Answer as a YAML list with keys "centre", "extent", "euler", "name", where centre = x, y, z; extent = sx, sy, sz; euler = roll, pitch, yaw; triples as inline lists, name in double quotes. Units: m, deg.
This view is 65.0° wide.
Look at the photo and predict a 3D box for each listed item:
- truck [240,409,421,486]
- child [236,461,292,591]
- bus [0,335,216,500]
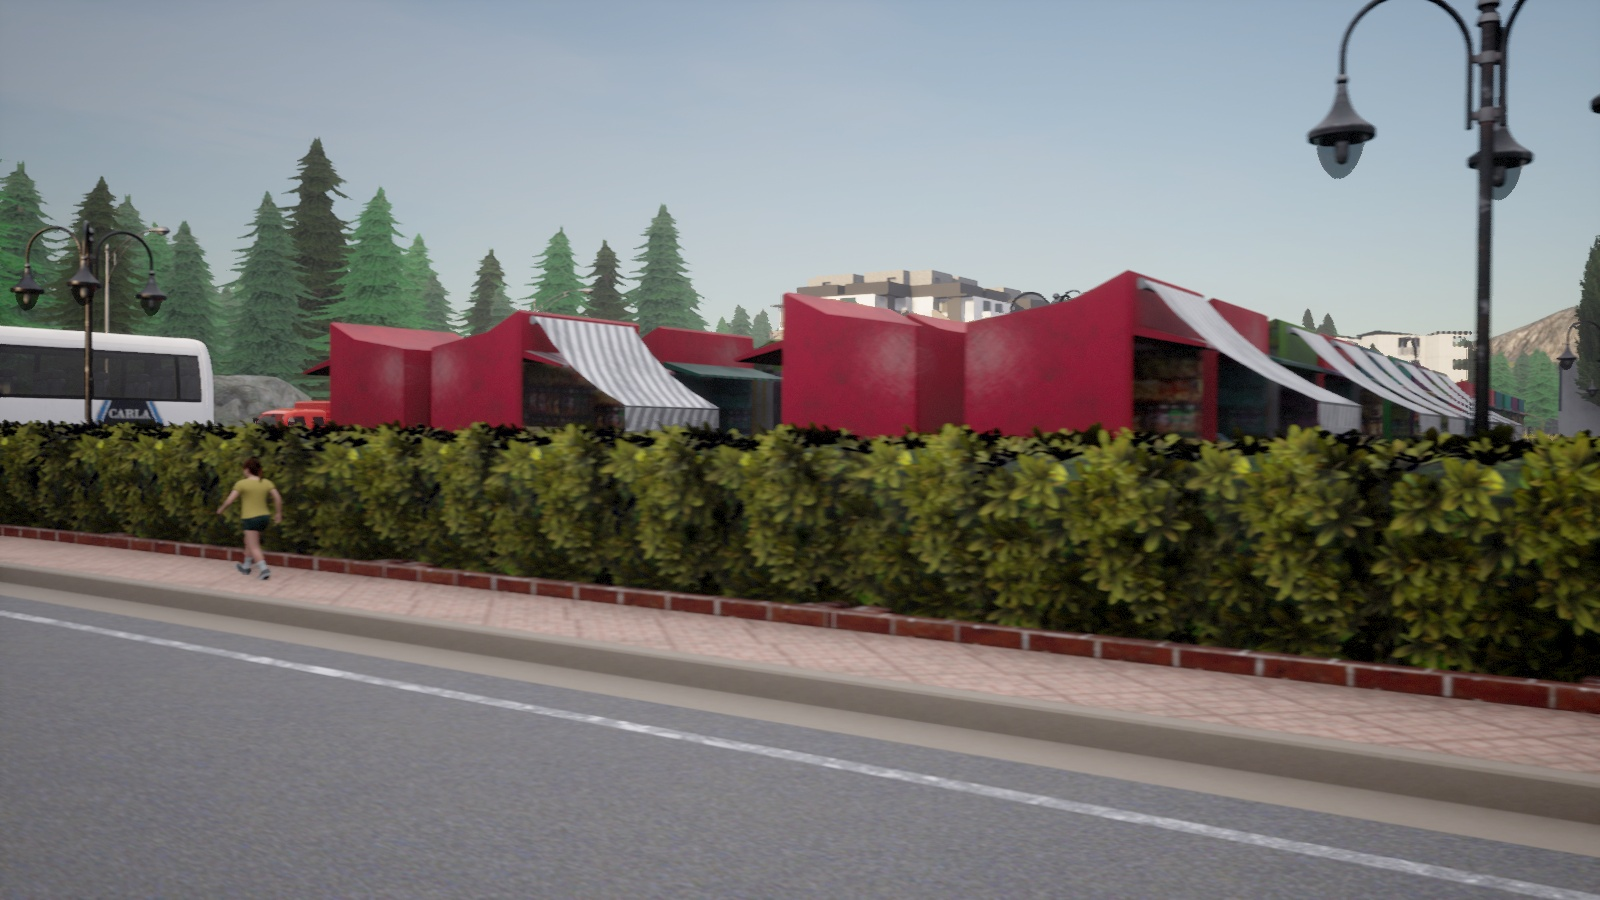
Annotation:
- centre: [-15.974, -0.147, 43.009]
  extent: [2.627, 2.467, 5.204]
  euler: [0, 1, 34]
  name: "truck"
- centre: [-4.718, 0.657, 11.049]
  extent: [0.394, 1.110, 0.255]
  euler: [0, 1, 32]
  name: "child"
- centre: [-21.923, -0.858, 34.199]
  extent: [3.944, 4.253, 10.273]
  euler: [0, 1, 34]
  name: "bus"
